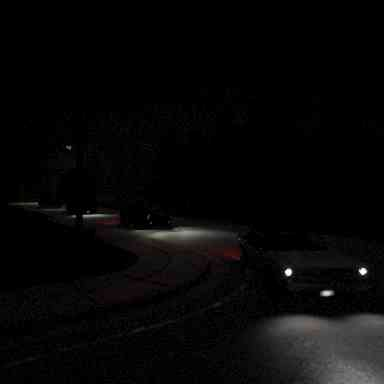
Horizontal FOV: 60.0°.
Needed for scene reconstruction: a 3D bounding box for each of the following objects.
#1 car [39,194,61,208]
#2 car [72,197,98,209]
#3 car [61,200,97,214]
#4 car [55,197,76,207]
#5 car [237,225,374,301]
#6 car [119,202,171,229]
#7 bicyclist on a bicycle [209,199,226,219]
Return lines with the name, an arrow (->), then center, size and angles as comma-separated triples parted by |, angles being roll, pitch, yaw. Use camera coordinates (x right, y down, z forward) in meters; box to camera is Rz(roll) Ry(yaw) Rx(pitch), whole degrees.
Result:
car -> -20.205, 1.289, 47.186 | 2.150, 2.045, 5.566 | 0, 0, -34
car -> -14.668, 1.462, 45.372 | 2.128, 1.511, 4.902 | 0, 0, -34
car -> -11.499, 1.519, 34.282 | 2.033, 1.411, 5.357 | 0, 0, -34
car -> -20.471, 1.518, 53.785 | 2.033, 1.411, 5.357 | 0, 0, -34
car -> 2.454, 1.582, 8.446 | 1.895, 1.301, 4.718 | 0, 0, -2
car -> -3.159, 1.441, 21.827 | 1.882, 1.535, 5.008 | 0, 0, -33
bicyclist on a bicycle -> 2.143, 1.347, 27.116 | 1.656, 1.620, 0.582 | 22, -28, -26
